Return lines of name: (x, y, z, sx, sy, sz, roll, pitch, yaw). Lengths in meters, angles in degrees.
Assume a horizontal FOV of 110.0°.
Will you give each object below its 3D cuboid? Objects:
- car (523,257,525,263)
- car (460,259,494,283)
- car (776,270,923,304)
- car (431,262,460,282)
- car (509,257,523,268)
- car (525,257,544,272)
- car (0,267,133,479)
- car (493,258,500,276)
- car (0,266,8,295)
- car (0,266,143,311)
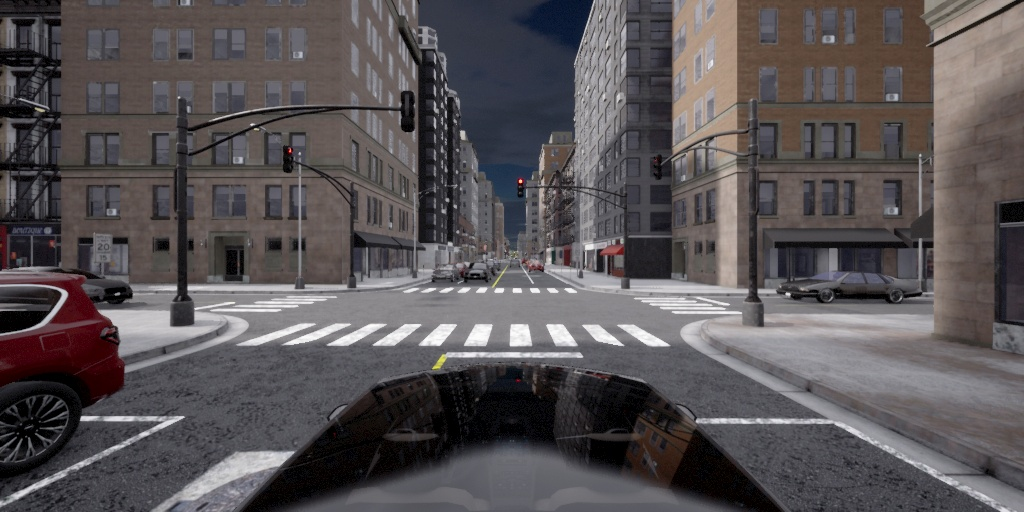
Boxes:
car: (3.390, 1.090, 58.377, 2.097, 1.767, 4.553, 0, 0, 0)
car: (-2.662, 1.253, 28.455, 1.837, 1.490, 4.892, 0, 0, 0)
car: (15.311, 1.371, 16.410, 5.357, 1.411, 2.033, 0, 0, 0)
car: (-5.200, 1.299, 28.427, 2.007, 1.370, 4.403, 0, 0, 0)
car: (0.530, 1.227, 62.517, 2.128, 1.511, 4.902, 0, 0, 1)
car: (2.942, 1.184, 44.724, 1.967, 1.591, 4.097, 0, 0, 0)
car: (-5.389, 1.065, 1.964, 2.192, 1.841, 5.009, 0, 0, 0)
car: (-2.598, 1.251, 37.800, 1.837, 1.490, 4.892, 0, 0, 0)
car: (-27.525, 1.182, 16.655, 5.357, 1.411, 2.033, 0, 0, 0)
car: (-17.433, 1.185, 13.647, 4.892, 1.490, 1.837, 0, 0, 0)
